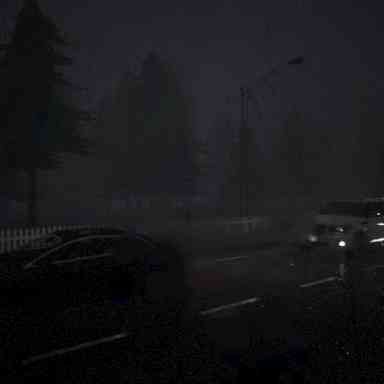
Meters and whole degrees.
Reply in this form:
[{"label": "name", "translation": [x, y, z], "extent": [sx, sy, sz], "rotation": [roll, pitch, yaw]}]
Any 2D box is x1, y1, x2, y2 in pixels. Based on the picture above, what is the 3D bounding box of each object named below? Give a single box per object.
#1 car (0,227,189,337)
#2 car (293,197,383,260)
[{"label": "car", "translation": [-2.351, 1.504, 6.615], "extent": [4.902, 1.511, 2.128], "rotation": [0, 0, -36]}, {"label": "car", "translation": [6.337, 1.236, 12.881], "extent": [5.566, 2.045, 2.150], "rotation": [0, 0, -36]}]
